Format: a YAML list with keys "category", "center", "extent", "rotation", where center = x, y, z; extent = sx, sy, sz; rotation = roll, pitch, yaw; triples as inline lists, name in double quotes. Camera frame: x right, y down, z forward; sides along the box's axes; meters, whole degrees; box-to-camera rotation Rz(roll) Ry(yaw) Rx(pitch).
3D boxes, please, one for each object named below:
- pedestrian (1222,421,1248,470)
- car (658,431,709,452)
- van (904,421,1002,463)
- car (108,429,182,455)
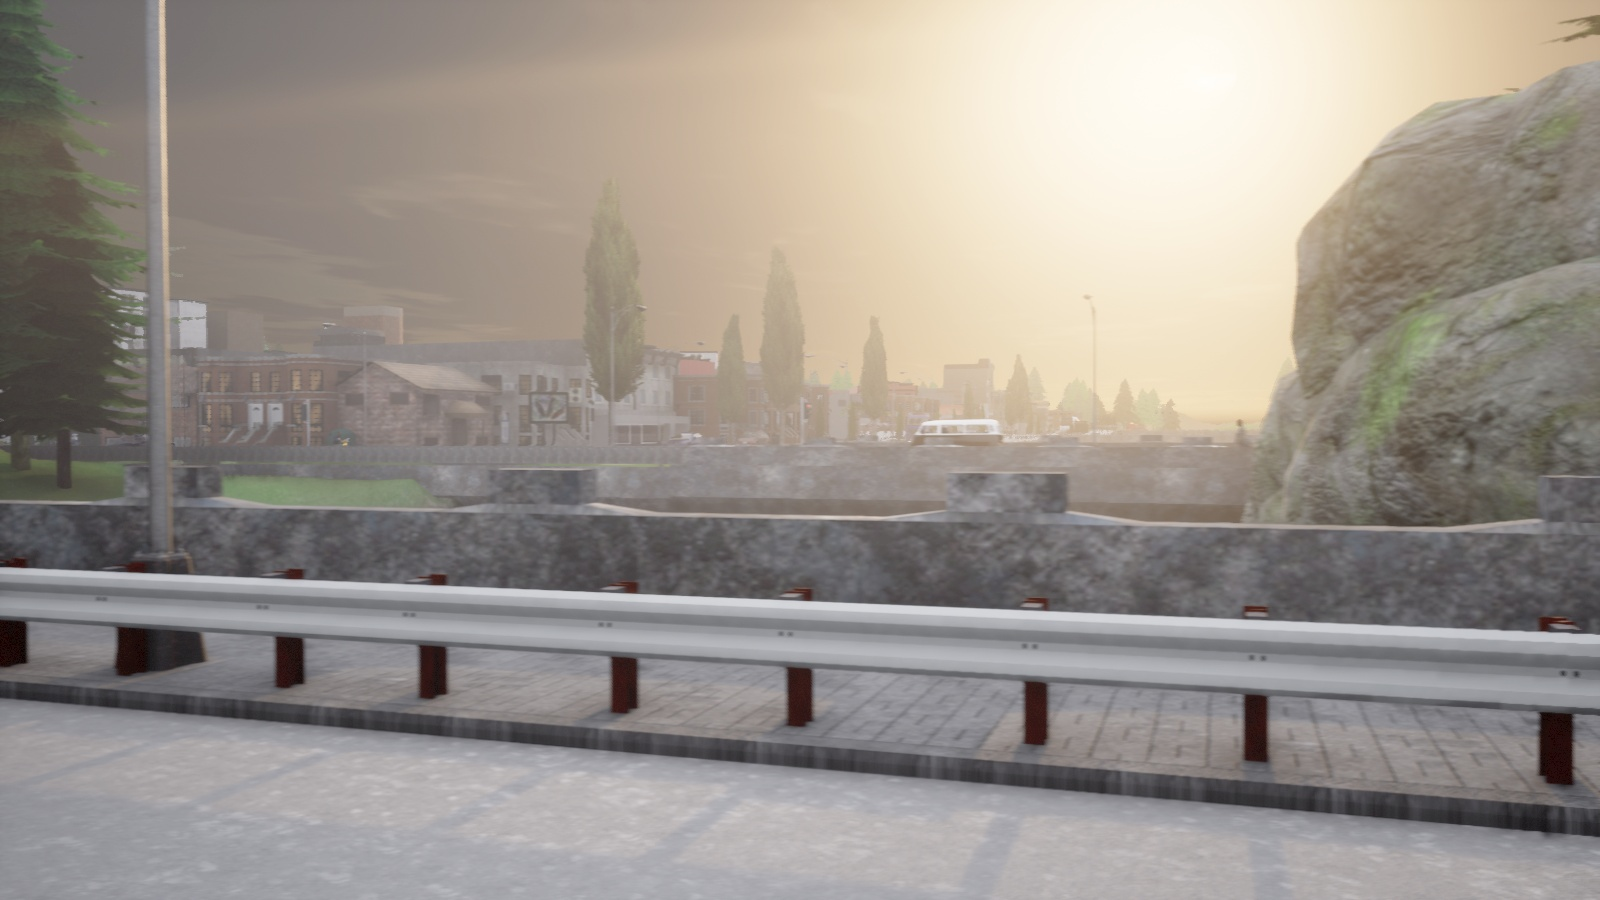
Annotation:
- category: "pedestrian"
  center: [16.974, -0.184, 48.977]
  extent: [0.900, 1.855, 0.874]
  rotation: [1, 1, 22]
- category: "car"
  center: [-8.229, -0.607, 89.042]
  extent: [1.812, 1.442, 4.674]
  rotation: [1, 1, 19]
- category: "van"
  center: [7.552, -0.412, 61.849]
  extent: [4.480, 2.038, 2.069]
  rotation: [1, 1, 19]
- category: "car"
  center: [-38.084, -0.475, 73.026]
  extent: [3.633, 1.501, 1.845]
  rotation: [0, 1, 19]
